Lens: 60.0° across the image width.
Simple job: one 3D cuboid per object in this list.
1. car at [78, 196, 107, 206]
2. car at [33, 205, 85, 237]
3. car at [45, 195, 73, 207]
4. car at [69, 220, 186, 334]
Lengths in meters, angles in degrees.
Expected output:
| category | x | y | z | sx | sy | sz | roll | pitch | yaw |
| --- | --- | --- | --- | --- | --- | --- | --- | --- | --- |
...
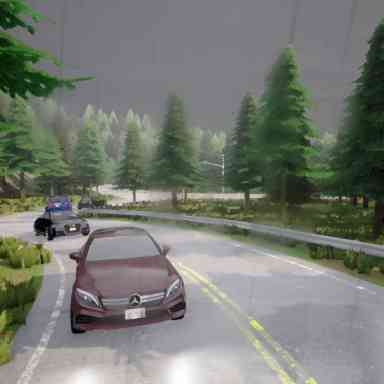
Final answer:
| category | x | y | z | sx | sy | sz | roll | pitch | yaw |
| --- | --- | --- | --- | --- | --- | --- | --- | --- | --- |
| car | -12.704 | 1.289 | 42.819 | 2.097 | 1.767 | 4.553 | 2 | 2 | 13 |
| car | -7.051 | 1.664 | 17.791 | 1.994 | 1.385 | 4.181 | -4 | 2 | -38 |
| car | -12.852 | 1.326 | 32.230 | 2.150 | 2.045 | 5.566 | -1 | 0 | -18 |
| car | -1.519 | 1.523 | 7.078 | 1.812 | 1.442 | 4.674 | -2 | 0 | -17 |
